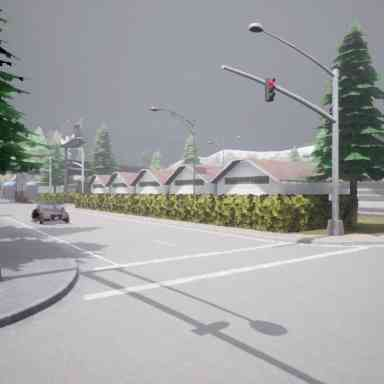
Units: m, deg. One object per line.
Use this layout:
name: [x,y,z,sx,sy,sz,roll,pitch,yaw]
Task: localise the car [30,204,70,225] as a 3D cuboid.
car: [-10.404,1.552,24.281,1.994,1.385,4.181,0,0,-36]
